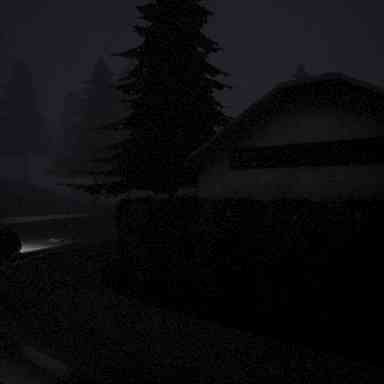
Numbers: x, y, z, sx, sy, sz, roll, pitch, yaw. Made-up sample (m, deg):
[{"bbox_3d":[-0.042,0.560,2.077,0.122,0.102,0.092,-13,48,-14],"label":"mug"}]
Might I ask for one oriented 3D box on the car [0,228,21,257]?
[{"bbox_3d":[-7.035,1.545,10.161,1.994,1.385,4.181,0,0,-2],"label":"car"}]
